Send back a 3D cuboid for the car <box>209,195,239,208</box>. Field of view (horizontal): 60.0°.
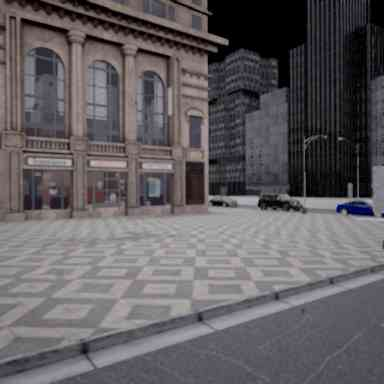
[{"bbox_3d":[4.421,1.270,46.404,2.097,1.767,4.553,-1,0,-34],"label":"car"}]

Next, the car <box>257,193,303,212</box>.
[{"bbox_3d":[9.992,1.167,38.140,2.150,2.045,5.566,-1,0,-34],"label":"car"}]

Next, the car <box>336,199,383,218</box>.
[{"bbox_3d":[15.562,1.451,29.902,1.882,1.535,5.008,-1,0,-35],"label":"car"}]
